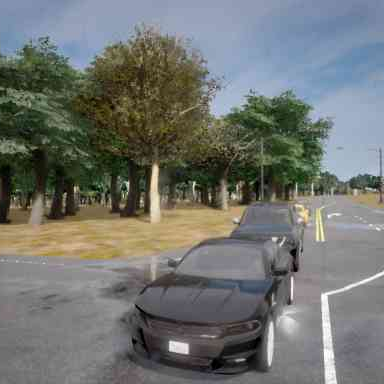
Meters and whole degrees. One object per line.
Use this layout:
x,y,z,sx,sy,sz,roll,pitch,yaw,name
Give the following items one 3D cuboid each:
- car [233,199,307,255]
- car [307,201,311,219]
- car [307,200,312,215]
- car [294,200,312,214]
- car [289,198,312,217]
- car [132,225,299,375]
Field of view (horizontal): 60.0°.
2.897,1.458,12.316,2.150,2.045,5.566,-2,0,21,car
7.304,1.662,23.962,1.882,1.535,5.008,-1,0,21,car
9.377,1.723,29.461,1.812,1.442,4.674,-1,0,21,car
13.428,1.745,40.036,1.812,1.442,4.674,-1,0,21,car
11.419,1.561,34.831,2.097,1.767,4.553,-1,0,21,car
0.761,1.612,6.181,1.882,1.535,5.008,-1,-2,21,car
